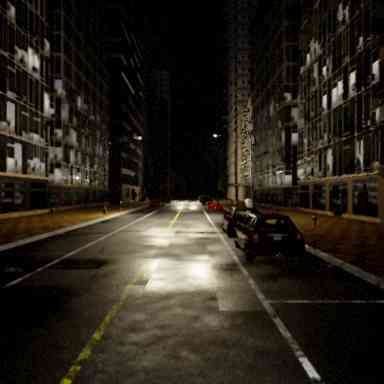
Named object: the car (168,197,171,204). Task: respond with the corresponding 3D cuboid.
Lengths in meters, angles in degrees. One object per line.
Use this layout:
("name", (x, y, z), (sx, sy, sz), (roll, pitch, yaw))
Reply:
("car", (-5.635, 1.771, 69.339), (1.887, 1.381, 4.507), (0, 0, 0))

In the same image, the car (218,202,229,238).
("car", (2.705, 1.510, 18.094), (1.967, 1.590, 4.097), (0, 0, 0))

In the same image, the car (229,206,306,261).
("car", (2.701, 1.489, 12.402), (1.967, 1.590, 4.097), (0, 0, 0))

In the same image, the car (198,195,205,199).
("car", (2.746, 1.791, 69.324), (1.947, 1.339, 4.313), (0, 0, 0))

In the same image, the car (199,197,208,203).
("car", (2.755, 1.817, 80.709), (1.947, 1.339, 4.313), (0, 0, 0))

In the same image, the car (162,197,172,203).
("car", (-5.630, 1.805, 75.032), (1.947, 1.339, 4.313), (0, 0, 0))

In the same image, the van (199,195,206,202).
("van", (2.760, 1.604, 86.403), (1.690, 1.788, 3.998), (0, 0, 0))

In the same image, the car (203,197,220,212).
("car", (2.724, 1.694, 40.864), (1.887, 1.381, 4.507), (0, 0, 0))

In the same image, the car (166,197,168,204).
("car", (-5.644, 1.779, 57.955), (1.802, 1.307, 4.206), (0, 0, 0))

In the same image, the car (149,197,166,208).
("car", (-5.648, 1.727, 52.261), (1.887, 1.381, 4.507), (0, 0, 0))

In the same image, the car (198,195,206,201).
("car", (2.764, 1.714, 92.094), (1.967, 1.590, 4.097), (0, 0, 0))

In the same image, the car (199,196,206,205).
("car", (2.737, 1.763, 57.940), (1.947, 1.339, 4.313), (0, 0, 0))
